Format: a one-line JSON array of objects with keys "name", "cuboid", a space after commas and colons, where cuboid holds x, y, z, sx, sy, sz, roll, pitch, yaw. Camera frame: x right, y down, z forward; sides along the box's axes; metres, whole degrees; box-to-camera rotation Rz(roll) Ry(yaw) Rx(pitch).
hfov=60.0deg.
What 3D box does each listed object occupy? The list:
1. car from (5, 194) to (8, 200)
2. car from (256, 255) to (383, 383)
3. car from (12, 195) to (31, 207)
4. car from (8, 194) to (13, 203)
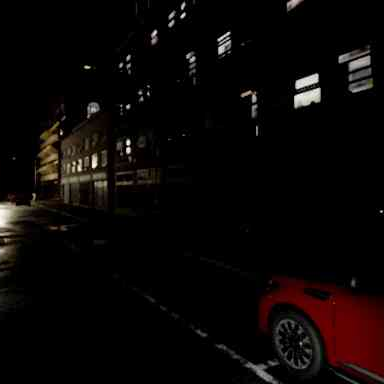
[{"name": "car", "cuboid": [-41.181, 1.079, 75.301, 2.008, 1.369, 4.403, 0, 0, -31]}, {"name": "car", "cuboid": [2.852, 1.320, 3.128, 2.192, 1.841, 5.009, 0, 0, -31]}, {"name": "car", "cuboid": [-23.658, 1.247, 46.577, 1.752, 1.417, 4.829, 0, 0, -31]}, {"name": "car", "cuboid": [-29.441, 1.203, 56.055, 1.887, 1.381, 4.507, 0, 0, -31]}]
